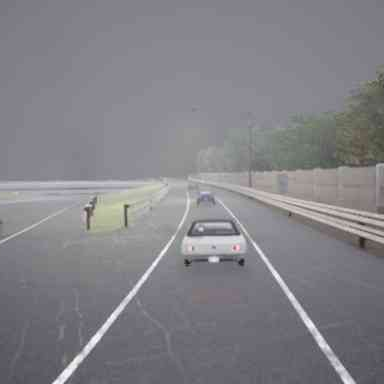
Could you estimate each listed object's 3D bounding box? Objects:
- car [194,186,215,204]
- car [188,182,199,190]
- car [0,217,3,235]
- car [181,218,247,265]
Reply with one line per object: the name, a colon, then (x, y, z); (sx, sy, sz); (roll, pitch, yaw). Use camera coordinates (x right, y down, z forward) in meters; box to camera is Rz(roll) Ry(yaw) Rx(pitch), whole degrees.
car: (1.425, 0.454, 36.049); (1.812, 1.442, 4.674); (-1, 3, 0)
car: (0.261, -1.249, 65.353); (2.128, 1.511, 4.902); (-1, 3, -5)
car: (-10.873, 1.464, 16.158); (2.097, 1.767, 4.553); (-1, 0, -15)
car: (0.731, 1.545, 11.510); (1.895, 1.301, 4.718); (-1, 1, 3)
